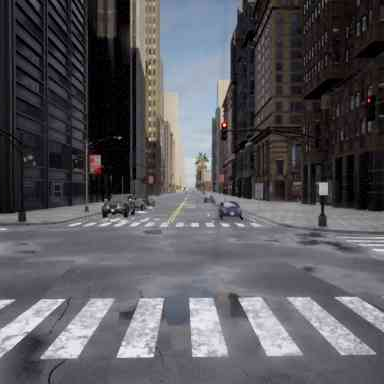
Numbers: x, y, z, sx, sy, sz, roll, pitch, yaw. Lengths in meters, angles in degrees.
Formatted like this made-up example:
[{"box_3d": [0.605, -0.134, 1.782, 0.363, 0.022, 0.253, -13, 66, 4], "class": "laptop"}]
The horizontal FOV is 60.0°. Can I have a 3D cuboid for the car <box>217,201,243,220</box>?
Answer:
[{"box_3d": [3.170, 1.498, 28.157, 1.812, 1.442, 4.674, 0, 0, 1], "class": "car"}]

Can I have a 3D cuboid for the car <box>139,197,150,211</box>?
[{"box_3d": [-6.643, 1.456, 40.510, 1.837, 1.490, 4.892, 0, 0, 0], "class": "car"}]

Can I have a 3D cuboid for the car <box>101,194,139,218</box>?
[{"box_3d": [-6.638, 1.191, 30.636, 2.150, 2.045, 5.566, 0, 0, 0], "class": "car"}]

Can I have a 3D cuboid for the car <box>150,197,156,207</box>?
[{"box_3d": [-6.664, 1.497, 50.533, 1.994, 1.385, 4.181, 0, 0, -1], "class": "car"}]

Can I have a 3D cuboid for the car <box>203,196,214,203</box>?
[{"box_3d": [3.258, 1.430, 64.914, 1.812, 1.442, 4.674, 0, 0, 0], "class": "car"}]
